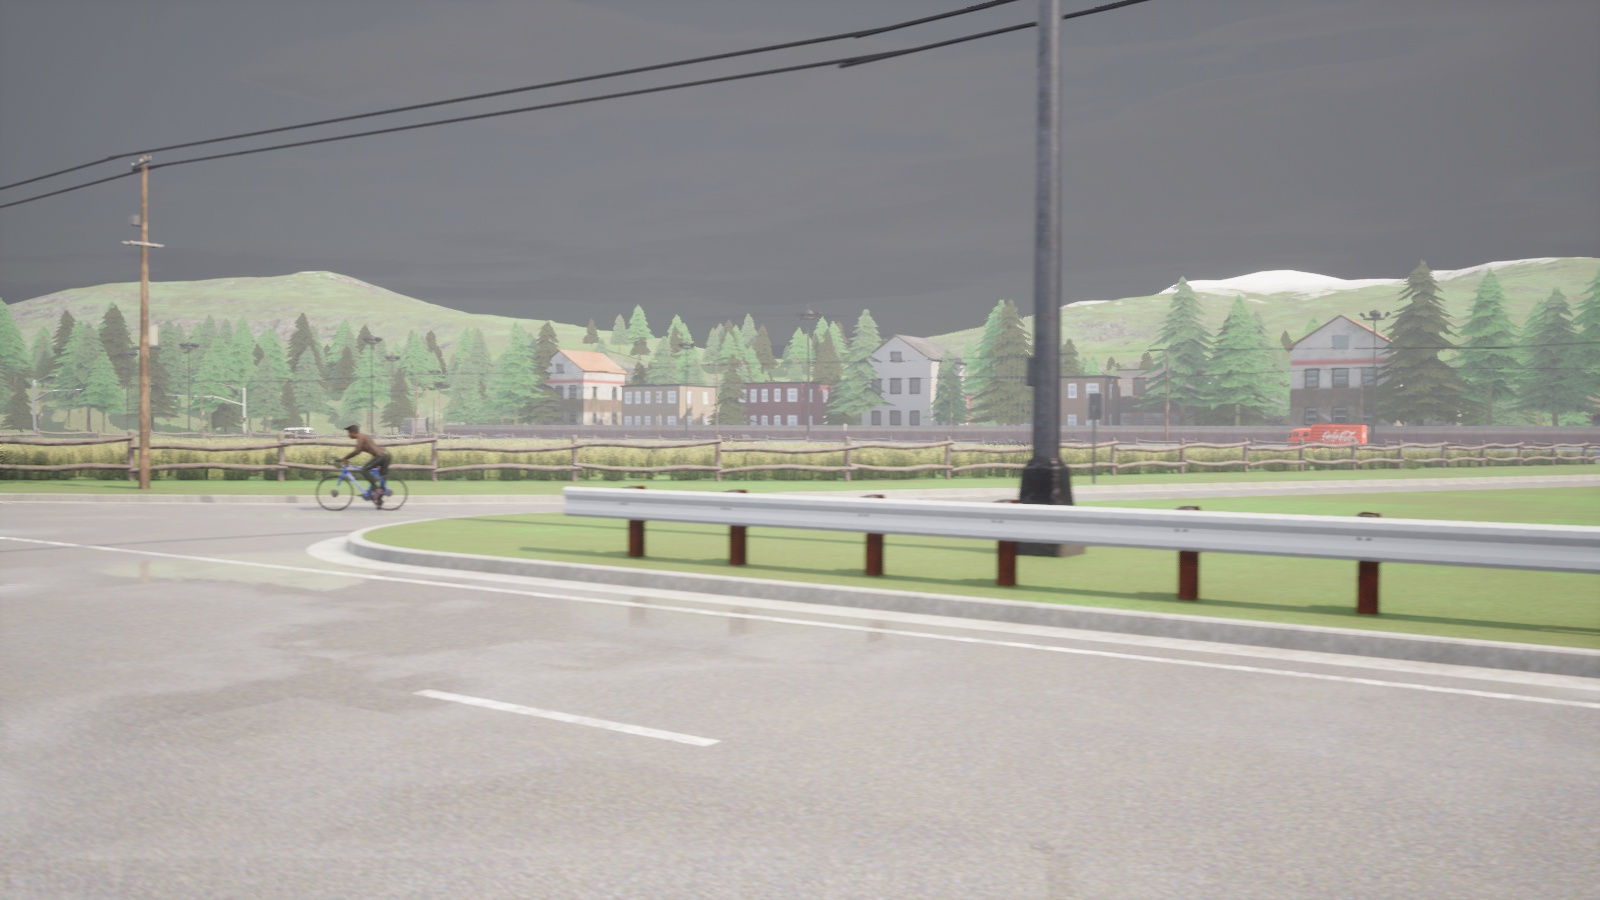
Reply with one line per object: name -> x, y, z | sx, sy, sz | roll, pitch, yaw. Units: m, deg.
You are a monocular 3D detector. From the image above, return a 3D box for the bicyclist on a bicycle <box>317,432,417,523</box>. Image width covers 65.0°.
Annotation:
bicyclist on a bicycle -> -8.054, 0.498, 23.402 | 1.656, 1.620, 0.582 | -1, 1, -11

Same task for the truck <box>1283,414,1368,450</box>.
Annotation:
truck -> 37.677, -1.270, 90.060 | 5.204, 2.467, 2.627 | 0, 1, 34
